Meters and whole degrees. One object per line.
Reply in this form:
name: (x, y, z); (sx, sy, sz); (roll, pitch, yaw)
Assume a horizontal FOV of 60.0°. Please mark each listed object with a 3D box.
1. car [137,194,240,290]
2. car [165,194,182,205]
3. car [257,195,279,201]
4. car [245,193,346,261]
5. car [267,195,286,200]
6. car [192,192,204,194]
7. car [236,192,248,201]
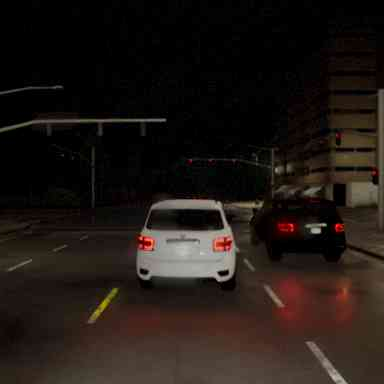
car: (0.023, 1.208, 9.236); (2.150, 2.045, 5.566); (0, 0, 4)
car: (-3.091, 1.272, 55.657); (2.097, 1.767, 4.553); (0, 0, 6)
car: (18.262, 1.424, 80.302); (5.357, 1.411, 2.033); (0, 0, -33)
car: (3.587, 1.204, 12.259); (2.150, 2.045, 5.566); (0, 0, 0)
car: (21.906, 1.400, 86.324); (4.674, 1.442, 1.812); (0, 0, -22)
car: (0.903, 1.123, 70.846); (2.150, 2.045, 5.566); (0, 0, 27)
car: (13.135, 1.109, 80.813); (5.566, 2.045, 2.150); (0, 0, -41)
